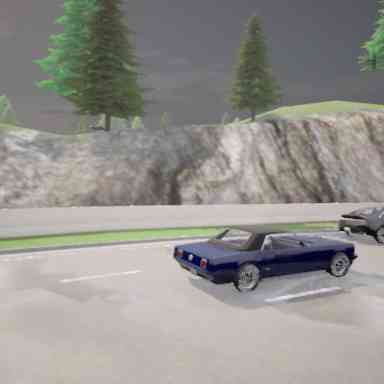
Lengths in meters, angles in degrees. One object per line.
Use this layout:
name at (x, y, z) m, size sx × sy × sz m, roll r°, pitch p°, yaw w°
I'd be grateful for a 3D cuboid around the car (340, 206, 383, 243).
car at (9.119, 1.420, 15.254) m, size 4.902 × 1.511 × 2.128 m, roll 0°, pitch 0°, yaw -17°

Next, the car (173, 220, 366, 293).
car at (2.016, 1.542, 8.582) m, size 4.718 × 1.301 × 1.895 m, roll 0°, pitch 0°, yaw -27°
